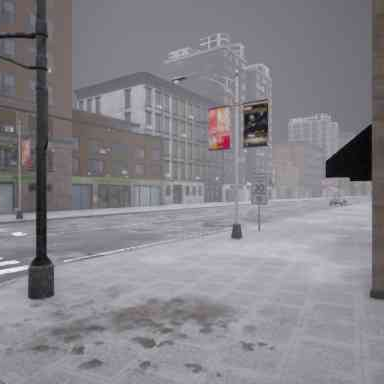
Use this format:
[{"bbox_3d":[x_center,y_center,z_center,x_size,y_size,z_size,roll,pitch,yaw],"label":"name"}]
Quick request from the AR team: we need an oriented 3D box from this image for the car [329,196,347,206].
[{"bbox_3d":[22.646,1.376,51.516,2.033,1.411,5.357,0,0,34],"label":"car"}]
